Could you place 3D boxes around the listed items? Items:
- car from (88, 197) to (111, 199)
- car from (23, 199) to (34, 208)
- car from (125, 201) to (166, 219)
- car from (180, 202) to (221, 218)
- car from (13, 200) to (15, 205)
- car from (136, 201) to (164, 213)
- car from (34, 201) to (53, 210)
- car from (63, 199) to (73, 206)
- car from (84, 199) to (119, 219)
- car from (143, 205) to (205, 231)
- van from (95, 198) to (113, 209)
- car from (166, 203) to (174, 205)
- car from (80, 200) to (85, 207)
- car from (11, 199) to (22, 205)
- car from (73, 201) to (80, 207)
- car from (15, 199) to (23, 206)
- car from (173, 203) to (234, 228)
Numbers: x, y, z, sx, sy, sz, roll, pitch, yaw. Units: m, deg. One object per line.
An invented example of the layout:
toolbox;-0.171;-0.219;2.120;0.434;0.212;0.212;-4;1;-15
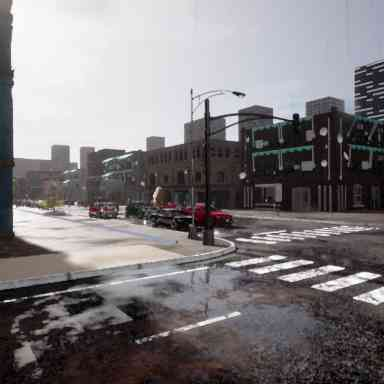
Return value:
car;-11.043;1.676;41.564;2.150;2.045;5.566;-1;0;-35
car;-31.634;2.375;66.124;2.008;1.369;4.403;-1;0;-35
car;-4.898;1.687;32.871;2.097;1.767;4.553;-1;0;-35
car;0.797;1.808;34.833;2.008;1.369;4.403;-2;0;-35
car;-41.231;2.546;79.675;2.008;1.369;4.403;-1;0;-35
car;-5.600;1.964;43.867;1.802;1.307;4.206;-2;0;-35
car;-25.137;2.232;56.951;1.752;1.417;4.829;-1;0;-35
car;-27.995;2.362;75.486;1.947;1.339;4.313;-1;0;-35
car;-9.242;1.845;34.505;1.967;1.590;4.097;-1;0;-35
car;-1.318;1.813;23.111;1.947;1.339;4.313;-2;0;-35
van;-15.203;1.905;57.418;1.690;1.788;3.998;-1;0;-35
car;-2.402;1.902;39.351;1.802;1.307;4.206;-2;0;-35
car;-18.403;1.938;61.934;2.192;1.841;5.009;-1;0;-35
car;-44.430;2.597;84.191;1.887;1.381;4.507;-1;0;-35
car;-21.597;2.226;66.452;1.887;1.381;4.507;-1;0;-35
car;-38.035;2.379;75.157;1.967;1.590;4.097;-1;0;-35
car;0.962;1.696;24.597;1.882;1.535;5.008;-1;0;-35
